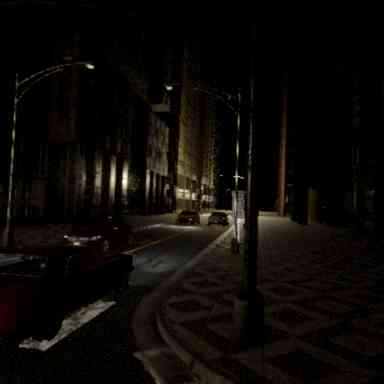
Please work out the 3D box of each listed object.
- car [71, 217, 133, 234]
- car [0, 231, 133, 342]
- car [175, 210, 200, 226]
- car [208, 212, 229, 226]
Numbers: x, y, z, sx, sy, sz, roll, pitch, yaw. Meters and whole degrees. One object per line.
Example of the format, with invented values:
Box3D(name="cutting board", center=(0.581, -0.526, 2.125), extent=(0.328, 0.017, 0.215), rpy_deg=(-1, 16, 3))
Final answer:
Box3D(name="car", center=(-4.234, 1.921, 15.726), extent=(1.812, 1.442, 4.674), rpy_deg=(2, -2, 10))
Box3D(name="car", center=(-2.831, 1.746, 6.820), extent=(1.895, 1.301, 4.718), rpy_deg=(2, -2, 11))
Box3D(name="car", center=(-0.396, 2.702, 35.524), extent=(1.882, 1.535, 5.008), rpy_deg=(2, -2, 11))
Box3D(name="car", center=(2.866, 2.900, 36.126), extent=(1.812, 1.442, 4.674), rpy_deg=(2, -2, 11))
